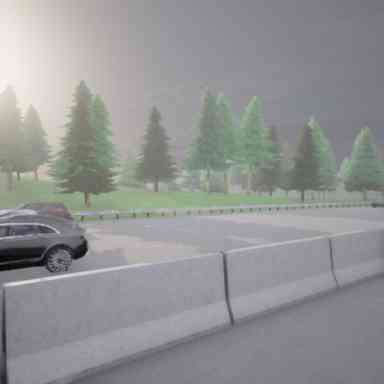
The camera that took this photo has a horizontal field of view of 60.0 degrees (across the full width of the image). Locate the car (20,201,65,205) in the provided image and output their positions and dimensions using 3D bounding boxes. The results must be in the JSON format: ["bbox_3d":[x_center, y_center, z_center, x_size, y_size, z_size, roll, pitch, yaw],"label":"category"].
[{"bbox_3d":[-9.302,1.350,19.144,4.553,1.767,2.097,0,0,-38],"label":"car"}]

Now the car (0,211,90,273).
[{"bbox_3d":[-5.280,1.492,8.976,4.902,1.511,2.128,0,0,-38],"label":"car"}]

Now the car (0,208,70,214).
[{"bbox_3d":[-6.520,1.525,12.443,4.674,1.442,1.812,0,0,-38],"label":"car"}]

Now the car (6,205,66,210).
[{"bbox_3d":[-8.487,1.525,15.347,4.674,1.442,1.812,0,0,-38],"label":"car"}]

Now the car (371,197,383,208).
[{"bbox_3d":[26.728,1.495,45.812,4.892,1.490,1.837,0,0,-33],"label":"car"}]
